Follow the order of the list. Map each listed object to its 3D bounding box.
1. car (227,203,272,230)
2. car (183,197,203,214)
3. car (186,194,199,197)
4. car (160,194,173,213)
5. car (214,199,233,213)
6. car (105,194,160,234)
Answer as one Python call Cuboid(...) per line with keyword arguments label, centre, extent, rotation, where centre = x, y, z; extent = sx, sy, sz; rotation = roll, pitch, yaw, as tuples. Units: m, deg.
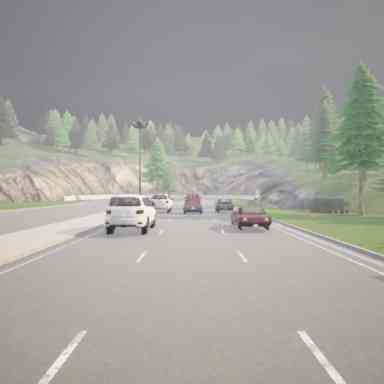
Cuboid(label="car", centre=(3.599, 1.601, 21.064), extent=(1.895, 1.301, 4.718), rotation=(0, 0, 0))
Cuboid(label="car", centre=(0.098, 1.564, 35.120), extent=(1.994, 1.385, 4.181), rotation=(0, 0, 0))
Cuboid(label="car", centre=(0.092, 1.222, 44.539), extent=(2.150, 2.045, 5.566), rotation=(0, 0, 0))
Cuboid(label="car", centre=(-3.400, 1.221, 37.436), extent=(2.150, 2.045, 5.566), rotation=(0, 0, 0))
Cuboid(label="car", centre=(3.600, 1.492, 37.621), extent=(2.128, 1.511, 4.902), rotation=(0, 0, 0))
Cuboid(label="car", centre=(-3.404, 1.214, 19.222), extent=(2.150, 2.045, 5.566), rotation=(0, -1, 0))
